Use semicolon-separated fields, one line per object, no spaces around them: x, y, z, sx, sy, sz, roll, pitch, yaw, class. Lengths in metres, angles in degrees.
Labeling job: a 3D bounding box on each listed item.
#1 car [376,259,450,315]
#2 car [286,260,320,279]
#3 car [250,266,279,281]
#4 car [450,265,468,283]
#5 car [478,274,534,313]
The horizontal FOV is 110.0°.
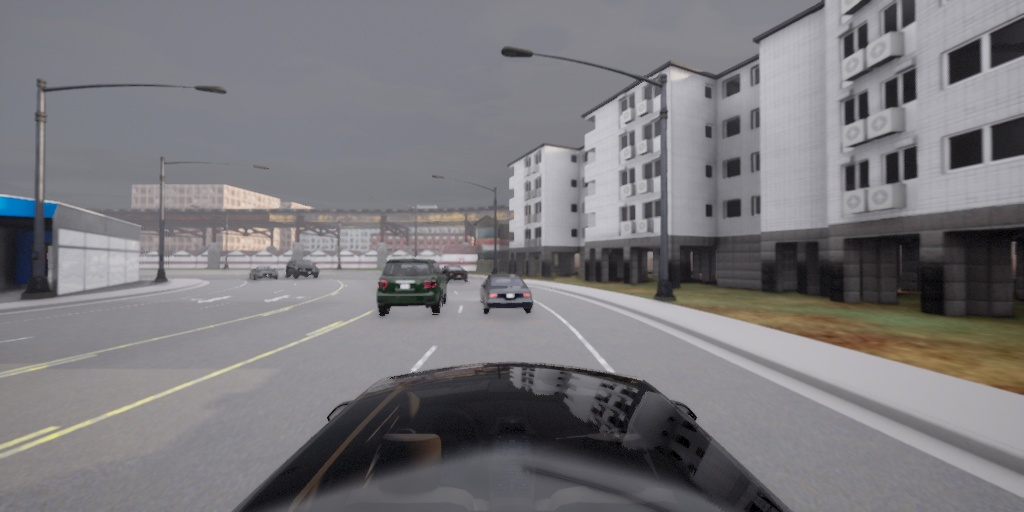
-3.861;1.120;14.553;2.150;2.045;5.566;0;0;-7;car
-22.730;1.395;38.780;2.150;2.045;5.566;1;-1;-45;car
-24.544;1.697;35.530;1.994;1.385;4.181;1;-1;-42;car
-5.517;1.572;32.329;1.882;1.535;5.008;0;0;-26;car
-0.368;1.445;14.837;2.033;1.411;5.357;0;-1;-7;car
